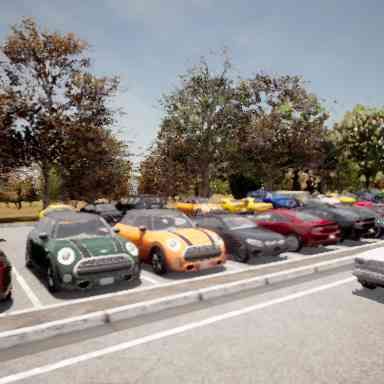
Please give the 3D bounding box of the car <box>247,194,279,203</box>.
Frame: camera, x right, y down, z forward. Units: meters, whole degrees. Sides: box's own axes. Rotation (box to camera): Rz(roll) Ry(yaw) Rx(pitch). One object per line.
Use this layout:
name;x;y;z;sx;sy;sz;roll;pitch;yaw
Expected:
car;5.185;1.270;31.328;1.946;1.575;5.366;-1;1;-35

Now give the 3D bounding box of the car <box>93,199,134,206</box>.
car;-6.243;1.500;23.131;2.097;1.535;5.008;-1;0;-35

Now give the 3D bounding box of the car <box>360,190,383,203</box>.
car;25.854;0.613;45.492;2.185;1.767;4.553;-2;1;-35

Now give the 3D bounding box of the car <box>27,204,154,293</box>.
car;-3.197;1.414;9.337;2.185;1.767;4.553;0;0;-35

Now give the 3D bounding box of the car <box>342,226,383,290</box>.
car;5.773;1.548;7.784;4.718;1.301;1.895;-1;0;-35

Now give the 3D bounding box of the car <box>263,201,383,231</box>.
car;5.963;1.436;15.687;2.097;1.535;5.008;-1;1;-35

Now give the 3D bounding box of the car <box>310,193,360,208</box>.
car;16.703;0.979;39.149;2.097;1.535;5.008;-2;1;-35

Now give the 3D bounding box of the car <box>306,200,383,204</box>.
car;8.263;1.420;17.263;2.163;1.488;4.792;-1;1;-35

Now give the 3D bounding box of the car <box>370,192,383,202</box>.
car;28.121;0.717;47.116;2.002;1.452;4.674;-2;1;-35

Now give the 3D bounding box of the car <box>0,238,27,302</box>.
car;-5.482;1.572;7.740;2.163;1.488;4.792;0;0;-35

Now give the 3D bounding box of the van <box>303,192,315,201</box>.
van;9.920;0.930;34.265;1.878;1.987;4.442;-1;1;-35

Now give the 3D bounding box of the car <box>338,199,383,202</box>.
car;10.531;1.376;18.879;2.002;1.452;4.674;-1;1;-35

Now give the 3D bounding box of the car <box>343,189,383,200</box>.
car;12.790;1.026;20.494;2.435;2.045;5.566;-1;1;-35

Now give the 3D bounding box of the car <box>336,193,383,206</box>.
car;21.255;0.889;42.355;2.163;1.488;4.792;-2;1;-35

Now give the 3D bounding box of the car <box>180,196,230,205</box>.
car;0.603;1.262;27.942;2.185;1.767;4.553;-1;1;-35

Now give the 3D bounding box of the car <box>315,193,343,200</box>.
car;14.422;1.079;37.553;2.002;1.452;4.674;-1;1;-35

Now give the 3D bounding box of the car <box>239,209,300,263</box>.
car;1.385;1.544;12.501;2.002;1.452;4.674;-1;1;-35

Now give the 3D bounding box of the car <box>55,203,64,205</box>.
car;-8.421;1.518;21.378;1.946;1.575;5.366;0;0;-35

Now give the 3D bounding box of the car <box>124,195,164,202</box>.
car;-3.972;1.220;24.744;2.435;2.045;5.566;-1;0;-35

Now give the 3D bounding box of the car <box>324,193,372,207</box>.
car;18.986;0.920;40.744;2.231;1.521;4.892;-1;1;-35

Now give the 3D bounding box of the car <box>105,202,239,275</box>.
car;-0.918;1.400;10.928;2.185;1.767;4.553;-1;0;-35

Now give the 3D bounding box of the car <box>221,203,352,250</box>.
car;3.677;1.474;14.090;2.097;1.535;5.008;-1;1;-35

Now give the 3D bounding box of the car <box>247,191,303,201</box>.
car;7.586;0.963;32.743;2.435;2.045;5.566;-1;1;-35

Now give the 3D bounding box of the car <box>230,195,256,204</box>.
car;2.910;1.334;29.507;2.097;1.535;5.008;-1;1;-35
